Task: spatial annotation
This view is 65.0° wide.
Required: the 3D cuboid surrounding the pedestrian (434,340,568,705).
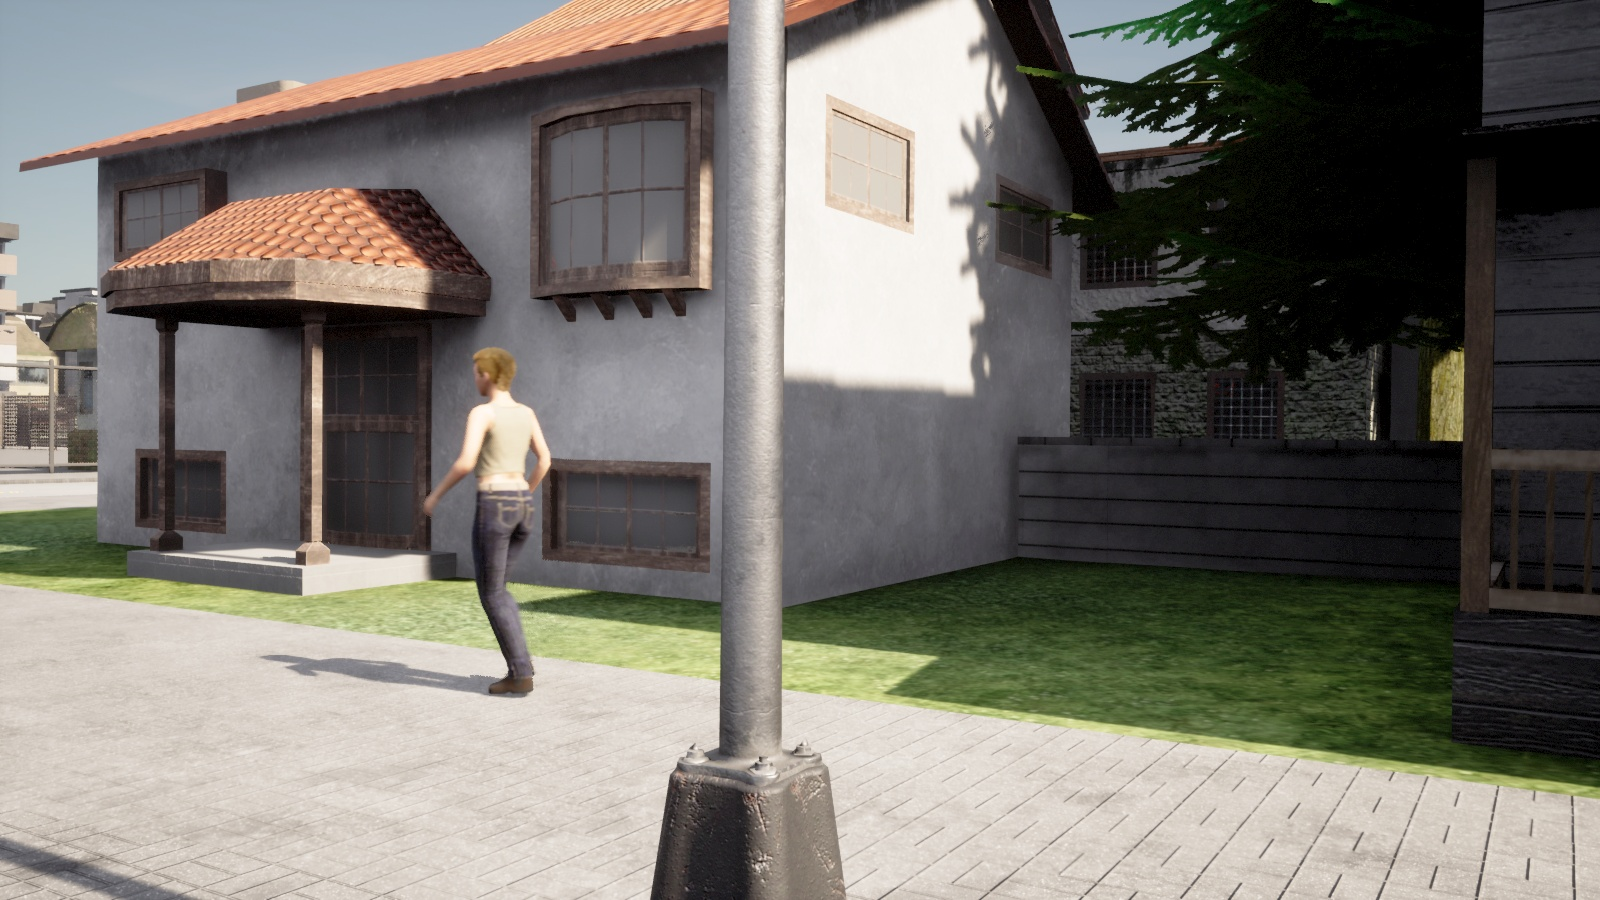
[{"bbox_3d":[-1.575,0.365,6.622,0.594,1.836,0.345,0,1,31],"label":"pedestrian"}]
